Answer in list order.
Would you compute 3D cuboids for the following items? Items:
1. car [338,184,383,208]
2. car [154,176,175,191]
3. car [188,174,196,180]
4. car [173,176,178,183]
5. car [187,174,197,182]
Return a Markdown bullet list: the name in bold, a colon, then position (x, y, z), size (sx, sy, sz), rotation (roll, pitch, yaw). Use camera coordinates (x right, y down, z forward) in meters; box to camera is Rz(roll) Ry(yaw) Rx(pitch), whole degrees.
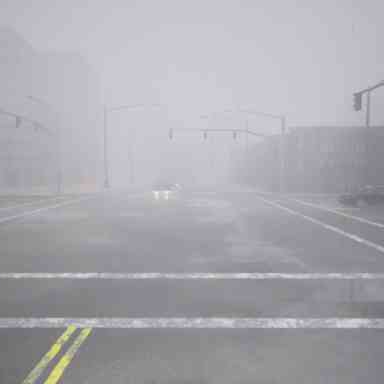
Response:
- **car**: position (12.632, 0.255, 22.879), size (4.892, 1.490, 1.837), rotation (0, 4, 0)
- **car**: position (-3.592, -0.917, 41.437), size (1.994, 1.385, 4.181), rotation (0, 4, 0)
- **car**: position (0.012, -3.607, 80.741), size (2.033, 1.411, 5.357), rotation (0, 4, 0)
- **car**: position (-3.587, -1.634, 51.344), size (1.837, 1.490, 4.892), rotation (0, 4, 0)
- **car**: position (0.010, -2.893, 70.914), size (1.994, 1.385, 4.181), rotation (0, 4, 0)
